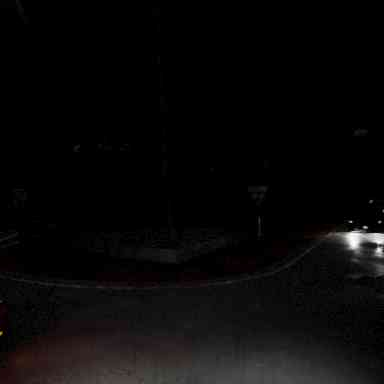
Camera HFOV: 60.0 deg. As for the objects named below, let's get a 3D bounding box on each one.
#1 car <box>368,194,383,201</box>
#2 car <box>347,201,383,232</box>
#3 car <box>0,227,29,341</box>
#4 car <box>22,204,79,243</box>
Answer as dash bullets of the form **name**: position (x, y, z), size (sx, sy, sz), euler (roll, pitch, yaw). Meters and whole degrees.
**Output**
- **car**: position (23.233, 1.096, 41.390), size (2.097, 1.767, 4.553), euler (-2, -1, 31)
- **car**: position (10.604, 1.494, 20.083), size (2.033, 1.411, 5.357), euler (-2, -1, 31)
- **car**: position (-4.891, 1.409, 4.236), size (4.553, 1.767, 2.097), euler (1, -1, 8)
- **car**: position (-7.299, 1.577, 17.391), size (1.905, 1.878, 3.866), euler (-1, -1, 0)
